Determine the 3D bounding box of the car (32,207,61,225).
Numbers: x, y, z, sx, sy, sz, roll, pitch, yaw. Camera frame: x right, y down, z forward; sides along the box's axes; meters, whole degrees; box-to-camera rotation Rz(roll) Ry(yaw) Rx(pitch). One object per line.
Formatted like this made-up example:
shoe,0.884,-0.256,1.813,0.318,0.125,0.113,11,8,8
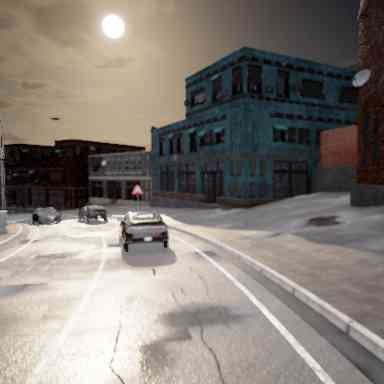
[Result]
car,-13.739,2.198,31.295,2.128,1.511,4.902,-2,-1,-35

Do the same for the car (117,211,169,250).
car,-2.258,1.582,14.858,2.128,1.511,4.902,-1,0,-14

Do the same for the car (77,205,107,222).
car,-9.513,2.010,31.516,1.837,1.490,4.892,-2,-1,-32
